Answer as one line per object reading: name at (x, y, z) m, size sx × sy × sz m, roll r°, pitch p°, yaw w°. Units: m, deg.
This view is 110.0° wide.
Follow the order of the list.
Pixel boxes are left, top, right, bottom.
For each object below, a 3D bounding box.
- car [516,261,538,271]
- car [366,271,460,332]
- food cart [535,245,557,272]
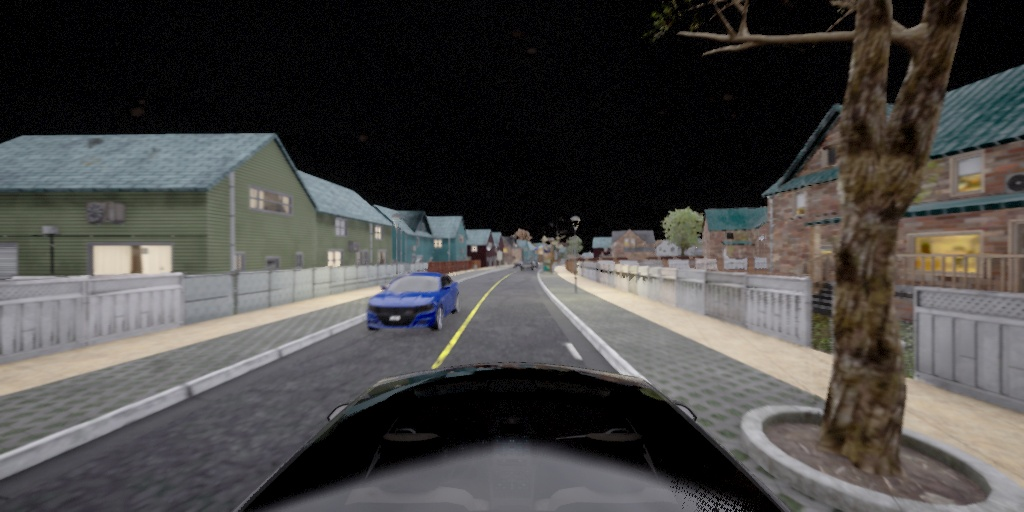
car at (2.352, 1.463, 54.345) m, size 2.128 × 1.511 × 4.902 m, roll 0°, pitch 0°, yaw 7°
car at (-2.837, 1.253, 11.232) m, size 1.882 × 1.535 × 5.008 m, roll 0°, pitch 0°, yaw 0°
food cart at (4.493, 0.397, 45.827) m, size 2.280 × 3.560 × 4.660 m, roll 0°, pitch 0°, yaw 5°
